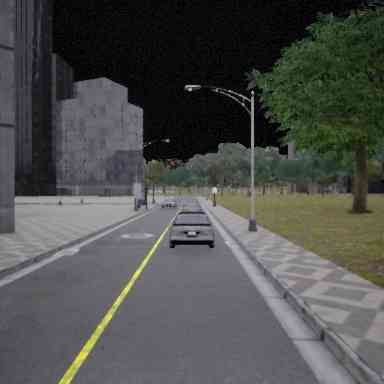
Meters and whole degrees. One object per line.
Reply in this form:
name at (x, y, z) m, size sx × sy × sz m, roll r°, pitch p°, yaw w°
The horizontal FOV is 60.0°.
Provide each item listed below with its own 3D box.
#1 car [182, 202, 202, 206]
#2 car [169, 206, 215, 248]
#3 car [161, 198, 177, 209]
car at (0.000, 1.540, 29.651) m, size 1.994 × 1.385 × 4.181 m, roll 0°, pitch 0°, yaw 0°
car at (0.000, 1.550, 14.651) m, size 2.033 × 1.411 × 5.357 m, roll 0°, pitch 0°, yaw 0°
car at (-3.000, 1.541, 44.652) m, size 1.994 × 1.385 × 4.181 m, roll 0°, pitch 0°, yaw 0°
